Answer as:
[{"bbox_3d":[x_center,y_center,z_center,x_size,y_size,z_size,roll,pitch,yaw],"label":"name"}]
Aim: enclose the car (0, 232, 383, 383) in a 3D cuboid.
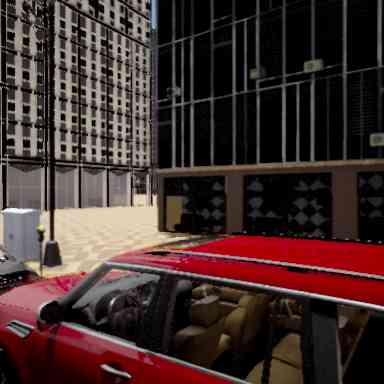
[{"bbox_3d":[0.161,1.290,2.752,5.009,1.841,2.192,1,0,35],"label":"car"}]
